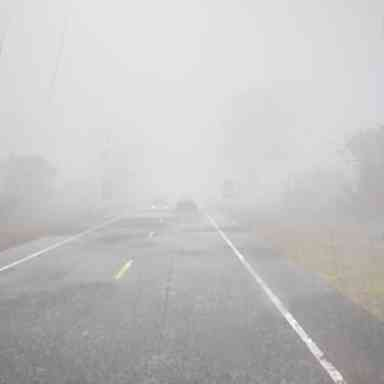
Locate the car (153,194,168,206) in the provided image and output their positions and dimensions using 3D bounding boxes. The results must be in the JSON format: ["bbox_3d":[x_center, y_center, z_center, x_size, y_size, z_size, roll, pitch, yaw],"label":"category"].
[{"bbox_3d":[-4.324,1.076,46.166,1.882,1.535,5.008,-1,1,-1],"label":"car"}]

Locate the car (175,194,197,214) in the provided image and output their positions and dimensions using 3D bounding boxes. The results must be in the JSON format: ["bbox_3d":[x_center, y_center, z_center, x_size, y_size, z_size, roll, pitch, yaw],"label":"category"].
[{"bbox_3d":[-0.536,1.142,31.232,1.882,1.535,5.008,-1,1,-1],"label":"car"}]

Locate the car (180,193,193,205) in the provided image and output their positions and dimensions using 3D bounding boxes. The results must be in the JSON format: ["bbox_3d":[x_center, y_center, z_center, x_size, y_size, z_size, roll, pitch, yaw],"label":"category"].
[{"bbox_3d":[-0.791,0.986,48.300,1.882,1.535,5.008,-1,0,0],"label":"car"}]
